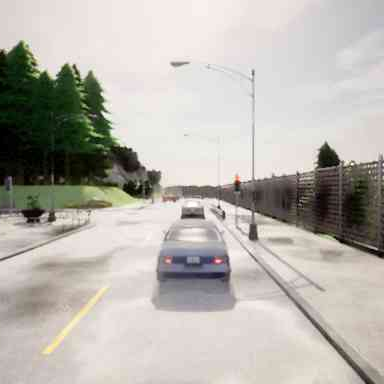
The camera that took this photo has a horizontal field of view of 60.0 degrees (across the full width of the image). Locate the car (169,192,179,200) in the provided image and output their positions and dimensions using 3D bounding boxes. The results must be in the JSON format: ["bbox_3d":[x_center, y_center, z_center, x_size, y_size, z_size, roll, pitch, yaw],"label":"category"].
[{"bbox_3d":[-3.996,0.936,75.124,2.097,1.767,4.553,0,0,0],"label":"car"}]

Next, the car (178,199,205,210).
[{"bbox_3d":[0.065,1.397,27.005,2.033,1.411,5.357,0,0,0],"label":"car"}]

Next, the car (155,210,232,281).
[{"bbox_3d":[0.047,1.492,9.658,2.033,1.411,5.357,0,0,0],"label":"car"}]

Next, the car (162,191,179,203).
[{"bbox_3d":[-4.044,0.888,59.544,2.150,2.045,5.566,0,1,1],"label":"car"}]
